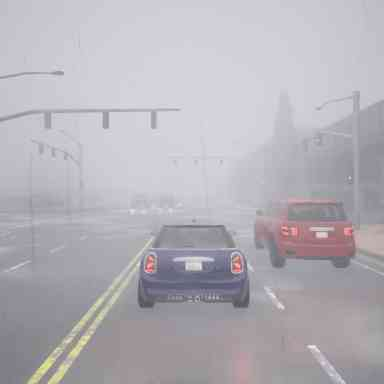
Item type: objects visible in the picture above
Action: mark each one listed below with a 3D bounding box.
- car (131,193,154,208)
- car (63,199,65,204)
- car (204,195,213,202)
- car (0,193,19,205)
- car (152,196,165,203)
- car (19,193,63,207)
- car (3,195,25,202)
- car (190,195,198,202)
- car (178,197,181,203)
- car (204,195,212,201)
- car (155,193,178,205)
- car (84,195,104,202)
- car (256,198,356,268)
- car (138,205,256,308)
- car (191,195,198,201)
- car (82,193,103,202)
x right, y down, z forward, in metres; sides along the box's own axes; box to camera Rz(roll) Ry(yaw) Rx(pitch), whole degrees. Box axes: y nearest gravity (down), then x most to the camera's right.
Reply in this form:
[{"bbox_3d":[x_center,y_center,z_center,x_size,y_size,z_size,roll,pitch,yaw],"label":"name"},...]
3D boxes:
[{"bbox_3d":[-7.321,1.221,48.183,2.150,2.045,5.566,0,0,1],"label":"car"},{"bbox_3d":[-21.523,1.156,50.558,3.866,1.878,1.905,0,0,0],"label":"car"},{"bbox_3d":[3.922,1.524,77.476,1.812,1.442,4.674,0,0,1],"label":"car"},{"bbox_3d":[-39.110,1.153,70.134,4.605,1.855,1.932,0,0,0],"label":"car"},{"bbox_3d":[-6.807,1.547,68.406,2.033,1.411,5.357,0,0,2],"label":"car"},{"bbox_3d":[-21.573,1.153,47.663,4.605,1.855,1.932,0,0,0],"label":"car"},{"bbox_3d":[-39.050,1.364,73.030,3.905,1.438,1.784,0,0,0],"label":"car"},{"bbox_3d":[0.426,1.500,77.658,1.837,1.490,4.892,0,0,1],"label":"car"},{"bbox_3d":[-3.563,1.526,60.416,1.812,1.442,4.674,0,0,1],"label":"car"},{"bbox_3d":[4.170,1.525,87.756,2.128,1.511,4.902,0,0,1],"label":"car"},{"bbox_3d":[-3.783,1.221,50.607,2.150,2.045,5.566,0,0,1],"label":"car"},{"bbox_3d":[-21.583,1.395,73.076,3.806,1.475,1.970,0,0,0],"label":"car"},{"bbox_3d":[3.535,1.221,11.433,2.150,2.045,5.566,0,0,2],"label":"car"},{"bbox_3d":[0.040,1.352,8.092,2.097,1.767,4.553,0,0,0],"label":"car"},{"bbox_3d":[0.669,1.478,87.748,1.882,1.535,5.008,0,0,1],"label":"car"},{"bbox_3d":[-21.590,1.156,70.181,3.866,1.878,1.905,0,0,0],"label":"car"}]
